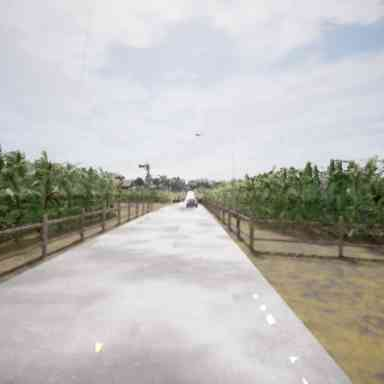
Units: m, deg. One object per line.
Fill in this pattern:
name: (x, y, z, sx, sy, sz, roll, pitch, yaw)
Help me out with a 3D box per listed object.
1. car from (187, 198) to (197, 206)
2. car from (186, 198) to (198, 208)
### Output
car: (0.010, 1.917, 63.617, 1.837, 1.490, 4.892, 0, -1, 0)
car: (0.008, 1.866, 53.639, 1.895, 1.301, 4.718, 0, -1, 0)
